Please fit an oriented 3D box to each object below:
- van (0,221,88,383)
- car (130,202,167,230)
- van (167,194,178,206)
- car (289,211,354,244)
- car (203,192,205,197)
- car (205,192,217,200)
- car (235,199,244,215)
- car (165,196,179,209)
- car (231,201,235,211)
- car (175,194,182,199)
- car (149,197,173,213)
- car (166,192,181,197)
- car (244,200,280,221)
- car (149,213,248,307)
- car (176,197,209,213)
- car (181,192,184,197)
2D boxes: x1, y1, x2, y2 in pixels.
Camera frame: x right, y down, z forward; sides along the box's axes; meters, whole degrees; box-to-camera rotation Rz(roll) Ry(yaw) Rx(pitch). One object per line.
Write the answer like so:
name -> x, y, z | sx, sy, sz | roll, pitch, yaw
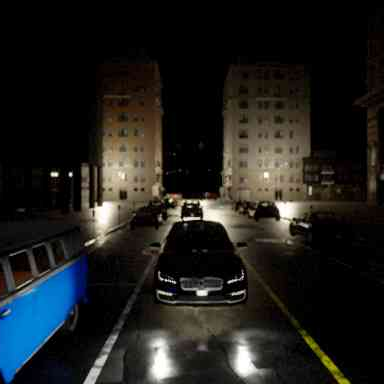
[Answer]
van -> -2.568, 1.339, 4.045 | 1.690, 1.788, 3.998 | 0, 0, -1
car -> -2.778, 1.558, 20.963 | 1.802, 1.307, 4.206 | 0, 0, -1
van -> -3.200, 1.250, 54.801 | 1.690, 1.788, 3.998 | 0, 0, -1
car -> 5.817, 1.537, 15.407 | 2.008, 1.369, 4.403 | 0, 0, -1
car -> 4.848, 1.291, 93.207 | 1.887, 1.381, 4.507 | 0, 0, -1
car -> 4.990, 1.113, 81.894 | 2.192, 1.841, 5.009 | 0, 0, -1
car -> 5.607, 1.538, 32.324 | 1.802, 1.307, 4.206 | 0, 0, -1
car -> -3.060, 1.499, 43.521 | 1.947, 1.339, 4.313 | 0, 0, -1
car -> 5.536, 1.490, 37.963 | 1.887, 1.381, 4.507 | 0, 0, -1
car -> -3.675, 1.271, 92.954 | 1.752, 1.417, 4.829 | 0, 0, -1
car -> -2.849, 1.406, 26.603 | 1.967, 1.590, 4.097 | 0, 0, -1
car -> -3.130, 1.237, 49.161 | 2.192, 1.841, 5.009 | 0, 0, -1
car -> 5.677, 1.407, 26.685 | 1.967, 1.590, 4.097 | 0, 0, -1
car -> 0.141, 1.499, 8.202 | 1.837, 1.490, 4.892 | 0, 0, -1
car -> -0.002, 1.456, 27.554 | 2.128, 1.511, 4.902 | 0, 0, -1
car -> -3.534, 1.323, 81.645 | 1.752, 1.417, 4.829 | 0, 0, -1
